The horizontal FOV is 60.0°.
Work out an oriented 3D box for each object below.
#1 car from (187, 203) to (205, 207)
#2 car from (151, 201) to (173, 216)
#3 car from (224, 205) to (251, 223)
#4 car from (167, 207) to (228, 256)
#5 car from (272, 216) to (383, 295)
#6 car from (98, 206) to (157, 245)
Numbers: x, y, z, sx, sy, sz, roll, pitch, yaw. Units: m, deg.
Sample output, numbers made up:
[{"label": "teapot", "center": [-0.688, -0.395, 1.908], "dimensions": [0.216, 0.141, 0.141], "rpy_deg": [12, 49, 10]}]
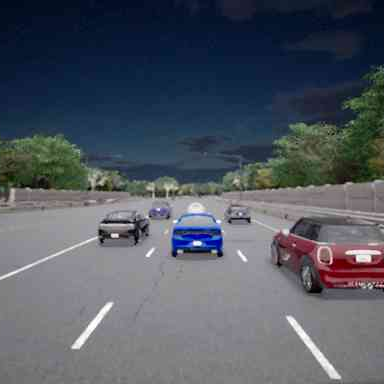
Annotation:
[{"label": "car", "center": [0.415, 1.897, 34.653], "dimensions": [1.812, 1.442, 4.674], "rpy_deg": [0, -1, 1]}, {"label": "car", "center": [-3.099, 1.707, 33.362], "dimensions": [2.097, 1.767, 4.553], "rpy_deg": [0, -1, 1]}, {"label": "car", "center": [3.854, 1.852, 28.594], "dimensions": [2.033, 1.411, 5.357], "rpy_deg": [0, -1, 1]}, {"label": "car", "center": [0.209, 1.620, 13.807], "dimensions": [1.882, 1.535, 5.008], "rpy_deg": [0, 0, 1]}, {"label": "car", "center": [3.654, 1.448, 9.150], "dimensions": [2.097, 1.767, 4.553], "rpy_deg": [0, -1, 1]}, {"label": "car", "center": [-3.259, 1.662, 16.626], "dimensions": [2.128, 1.511, 4.902], "rpy_deg": [0, -1, 1]}]
